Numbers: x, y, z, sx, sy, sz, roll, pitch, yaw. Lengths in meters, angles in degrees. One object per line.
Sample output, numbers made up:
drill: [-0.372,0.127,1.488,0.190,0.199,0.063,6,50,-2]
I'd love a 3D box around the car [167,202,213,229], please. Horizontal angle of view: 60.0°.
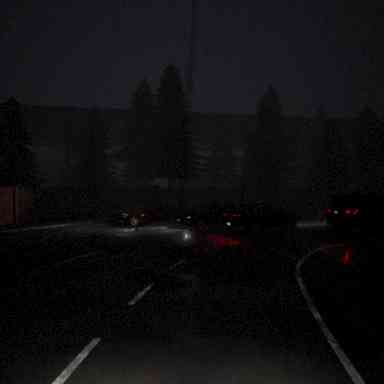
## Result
car: [1.172,1.398,20.997,4.892,1.490,1.837,0,-1,-35]

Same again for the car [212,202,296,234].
car: [3.811,1.398,18.514,4.902,1.511,2.128,0,0,-38]

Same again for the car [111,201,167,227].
car: [-2.973,1.364,22.252,5.008,1.535,1.882,0,0,-42]

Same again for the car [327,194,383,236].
car: [9.965,1.134,17.743,5.566,2.045,2.150,0,0,-16]
